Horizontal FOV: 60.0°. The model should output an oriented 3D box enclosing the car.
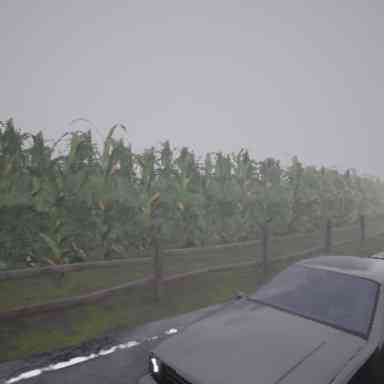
[{"bbox_3d":[2.035,1.601,4.297,5.357,1.411,2.033,1,-1,-40],"label":"car"}]
